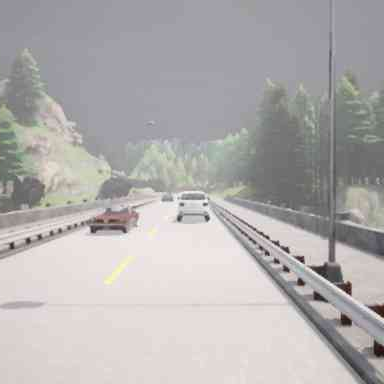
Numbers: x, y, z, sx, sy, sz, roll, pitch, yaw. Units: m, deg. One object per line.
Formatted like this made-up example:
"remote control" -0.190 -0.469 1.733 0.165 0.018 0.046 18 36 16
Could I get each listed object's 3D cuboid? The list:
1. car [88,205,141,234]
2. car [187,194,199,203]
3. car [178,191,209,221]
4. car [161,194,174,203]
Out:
"car" -4.073 1.420 18.024 1.895 1.301 4.718 0 1 0
"car" 0.113 1.036 56.401 1.895 1.301 4.718 0 1 0
"car" 0.106 0.971 24.989 2.150 2.045 5.566 0 1 0
"car" -4.011 1.000 54.754 2.033 1.411 5.357 0 1 1
